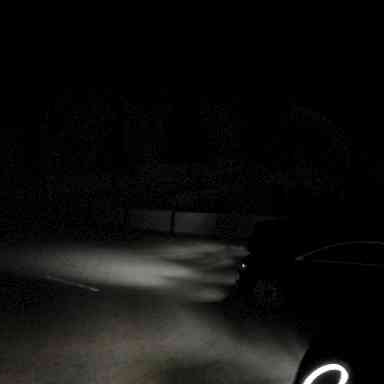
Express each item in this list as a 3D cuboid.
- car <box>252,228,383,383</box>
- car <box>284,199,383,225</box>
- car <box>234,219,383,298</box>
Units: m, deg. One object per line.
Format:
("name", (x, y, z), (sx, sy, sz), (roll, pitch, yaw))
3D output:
("car", (2.912, 1.353, 1.915), (4.553, 1.767, 2.097), (0, 0, 36))
("car", (4.353, 1.217, 9.488), (5.566, 2.045, 2.150), (0, 0, 36))
("car", (3.136, 1.489, 6.055), (4.902, 1.511, 2.128), (0, 0, 36))
